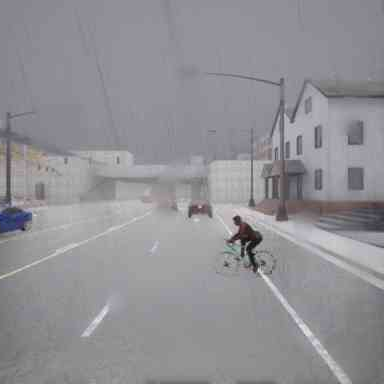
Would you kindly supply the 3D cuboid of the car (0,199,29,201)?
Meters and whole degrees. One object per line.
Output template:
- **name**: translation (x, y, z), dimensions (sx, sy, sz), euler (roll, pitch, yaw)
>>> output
- **car**: translation (-13.631, 1.491, 22.643), dimensions (2.128, 1.511, 4.902), euler (0, 0, 1)

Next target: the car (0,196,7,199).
- **car**: translation (-30.669, 1.294, 49.517), dimensions (1.853, 1.218, 4.536), euler (0, 0, 45)

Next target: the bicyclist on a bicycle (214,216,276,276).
- **bicyclist on a bicycle**: translation (1.384, 1.451, 8.860), dimensions (1.656, 1.620, 0.582), euler (-2, 0, 1)

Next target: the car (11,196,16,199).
- **car**: translation (-30.544, 1.452, 54.162), dimensions (2.038, 1.542, 4.974), euler (0, 0, -35)

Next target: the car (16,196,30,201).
- **car**: translation (-31.244, 1.294, 59.499), dimensions (1.853, 1.218, 4.536), euler (0, 0, 30)

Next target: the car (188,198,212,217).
- **car**: translation (0.754, 1.351, 31.338), dimensions (2.097, 1.767, 4.553), euler (0, 0, 1)

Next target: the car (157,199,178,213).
- **car**: translation (-2.662, 1.525, 36.787), dimensions (1.812, 1.442, 4.674), euler (0, 0, 2)

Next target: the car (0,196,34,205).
- **car**: translation (-31.218, 1.451, 59.544), dimensions (2.038, 1.542, 4.974), euler (0, 0, 30)

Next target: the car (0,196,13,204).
- **car**: translation (-30.574, 1.294, 54.204), dimensions (1.853, 1.218, 4.536), euler (0, 0, -35)

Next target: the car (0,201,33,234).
- **car**: translation (-10.225, 1.477, 17.279), dimensions (1.882, 1.535, 5.008), euler (0, 0, 2)
